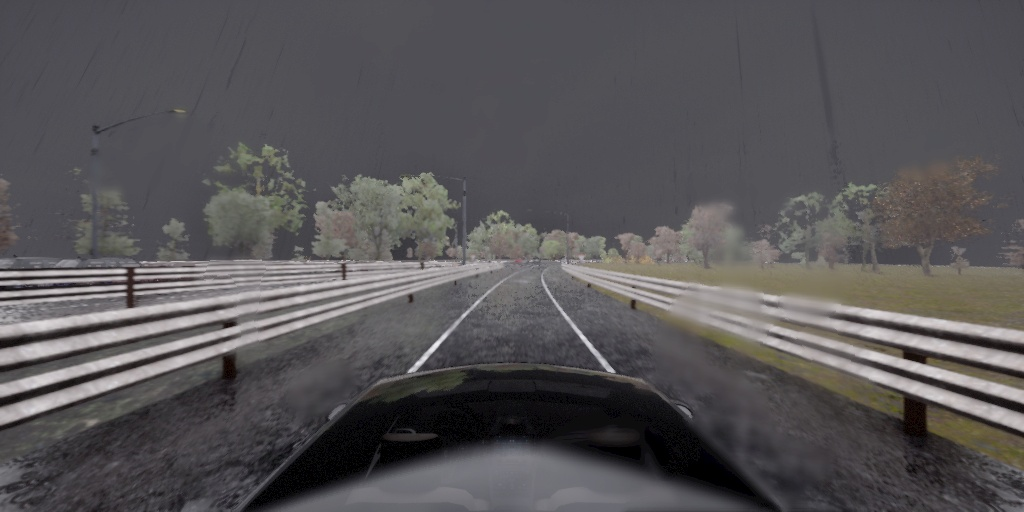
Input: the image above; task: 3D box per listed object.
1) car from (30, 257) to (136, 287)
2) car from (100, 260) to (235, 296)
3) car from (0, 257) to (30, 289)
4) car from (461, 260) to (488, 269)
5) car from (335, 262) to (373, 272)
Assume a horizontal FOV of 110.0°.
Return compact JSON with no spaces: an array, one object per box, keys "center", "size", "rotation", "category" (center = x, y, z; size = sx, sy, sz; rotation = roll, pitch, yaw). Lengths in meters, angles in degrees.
[{"center":[-19.204,0.850,17.484],"size":[2.097,1.767,4.553],"rotation":[0,0,12],"category":"car"},{"center":[-15.706,1.033,17.065],"size":[1.812,1.442,4.674],"rotation":[0,-1,12],"category":"car"},{"center":[-22.679,0.841,17.943],"size":[2.097,1.767,4.553],"rotation":[0,0,11],"category":"car"},{"center":[-6.063,1.488,58.648],"size":[1.895,1.301,4.718],"rotation":[0,-1,15],"category":"car"},{"center":[-17.757,1.300,40.576],"size":[1.895,1.301,4.718],"rotation":[0,0,13],"category":"car"}]
